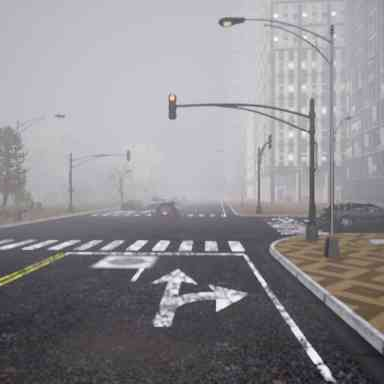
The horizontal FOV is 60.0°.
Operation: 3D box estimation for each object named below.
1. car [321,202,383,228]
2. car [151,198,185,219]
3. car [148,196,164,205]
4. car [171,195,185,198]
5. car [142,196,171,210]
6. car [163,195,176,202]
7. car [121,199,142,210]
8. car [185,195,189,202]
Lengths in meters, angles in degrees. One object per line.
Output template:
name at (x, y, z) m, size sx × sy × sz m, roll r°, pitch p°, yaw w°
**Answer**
car at (10.562, 1.369, 20.445) m, size 4.892 × 1.490 × 1.837 m, roll 0°, pitch -1°, yaw 4°
car at (-1.915, 1.460, 28.011) m, size 1.812 × 1.442 × 4.674 m, roll 0°, pitch 0°, yaw 4°
car at (-6.226, 1.472, 58.065) m, size 1.812 × 1.442 × 4.674 m, roll 0°, pitch 0°, yaw 5°
car at (-3.025, 1.440, 57.375) m, size 2.128 × 1.511 × 4.902 m, roll 0°, pitch 0°, yaw 5°
car at (-4.301, 1.504, 41.671) m, size 2.033 × 1.411 × 5.357 m, roll 0°, pitch 0°, yaw 5°
car at (-4.888, 1.466, 73.823) m, size 2.033 × 1.411 × 5.357 m, roll 0°, pitch 0°, yaw 5°
car at (-7.529, 1.557, 42.058) m, size 1.895 × 1.301 × 4.718 m, roll 0°, pitch 0°, yaw 5°
car at (-1.712, 1.429, 72.766) m, size 1.837 × 1.490 × 4.892 m, roll 0°, pitch 0°, yaw 5°
